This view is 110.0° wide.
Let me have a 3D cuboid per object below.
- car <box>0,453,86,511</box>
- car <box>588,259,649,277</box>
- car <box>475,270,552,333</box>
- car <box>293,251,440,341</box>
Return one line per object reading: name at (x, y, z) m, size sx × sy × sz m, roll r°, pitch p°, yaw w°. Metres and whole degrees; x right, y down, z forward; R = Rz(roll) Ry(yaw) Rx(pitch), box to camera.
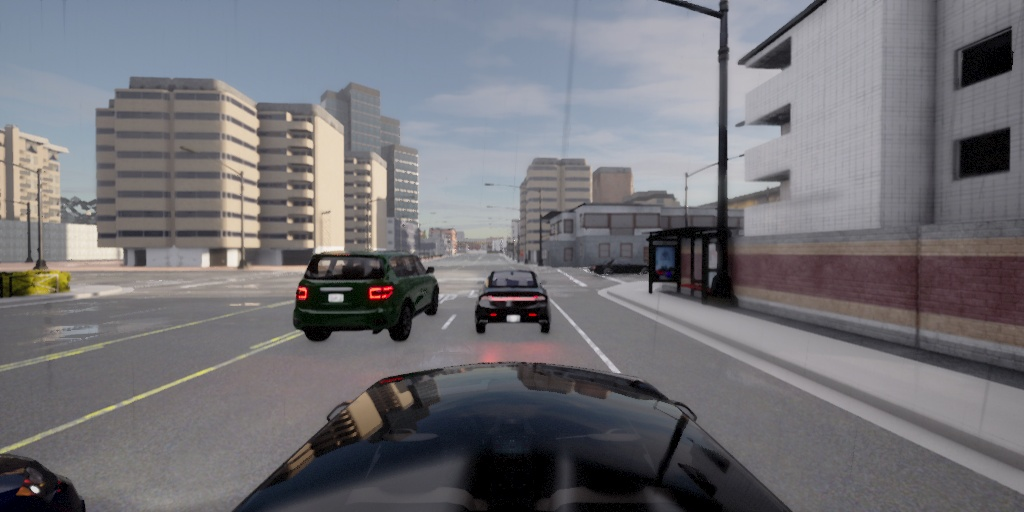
car at (-3.456, 1.331, 0.270) m, size 1.994 × 1.385 × 4.181 m, roll 0°, pitch 1°, yaw 1°
car at (8.435, 0.876, 27.571) m, size 4.718 × 1.301 × 1.895 m, roll -1°, pitch 1°, yaw -3°
car at (0.010, 1.138, 10.332) m, size 2.128 × 1.511 × 4.902 m, roll 0°, pitch 1°, yaw -1°
car at (-3.463, 0.876, 9.675) m, size 2.150 × 2.045 × 5.566 m, roll 0°, pitch 1°, yaw -1°
